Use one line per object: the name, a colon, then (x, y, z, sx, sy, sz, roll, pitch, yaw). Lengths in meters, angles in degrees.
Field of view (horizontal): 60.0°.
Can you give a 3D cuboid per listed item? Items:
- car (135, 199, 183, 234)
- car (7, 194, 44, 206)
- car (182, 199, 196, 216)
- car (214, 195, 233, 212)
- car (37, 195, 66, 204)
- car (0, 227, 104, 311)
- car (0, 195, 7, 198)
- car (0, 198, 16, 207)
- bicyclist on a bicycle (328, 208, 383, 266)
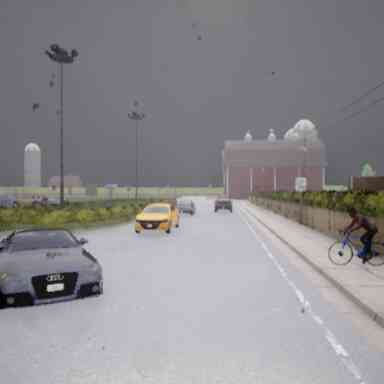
car: (-1.899, 1.424, 19.251, 1.882, 1.535, 5.008, 0, 0, 5)
car: (-21.908, 1.176, 45.132, 4.605, 1.855, 1.932, 0, 0, 5)
car: (-0.693, 1.438, 31.728, 1.812, 1.442, 4.674, 0, 0, 6)
car: (3.503, 1.405, 36.995, 1.837, 1.490, 4.892, 0, 0, 5)
car: (-17.102, 1.441, 41.818, 1.994, 1.385, 4.181, 0, 0, 6)
car: (-3.486, 1.541, 7.748, 1.994, 1.385, 4.181, 1, 0, -31)
car: (-33.877, 1.299, 60.260, 4.611, 1.667, 2.242, 0, 0, 5)
car: (-18.255, 1.511, 29.636, 1.895, 1.301, 4.718, 0, 0, 5)
bicyclist on a bicycle: (4.675, 1.277, 9.352, 1.656, 1.620, 0.582, 0, 0, 5)
